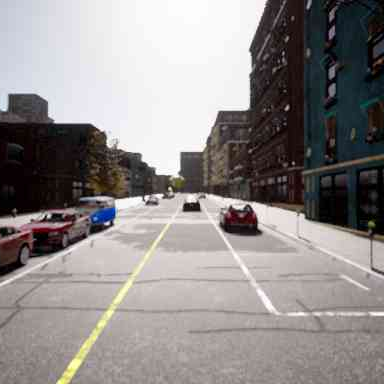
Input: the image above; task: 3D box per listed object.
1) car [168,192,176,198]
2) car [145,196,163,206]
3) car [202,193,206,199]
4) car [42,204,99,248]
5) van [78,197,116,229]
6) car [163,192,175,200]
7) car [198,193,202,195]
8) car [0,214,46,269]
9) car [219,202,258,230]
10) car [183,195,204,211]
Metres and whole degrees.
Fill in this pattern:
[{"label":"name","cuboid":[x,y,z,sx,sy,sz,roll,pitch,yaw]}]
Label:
[{"label":"car","cuboid":[-5.745,0.784,93.813,1.967,1.590,4.097,1,0,0]},{"label":"car","cuboid":[-5.713,1.240,48.322,1.802,1.307,4.206,1,0,0]},{"label":"car","cuboid":[2.641,0.945,82.678,1.752,1.417,4.829,1,0,0]},{"label":"car","cuboid":[-5.688,1.443,14.202,1.887,1.381,4.507,1,0,0]},{"label":"van","cuboid":[-5.687,1.199,19.888,1.690,1.788,3.998,1,0,0]},{"label":"car","cuboid":[-5.732,0.900,76.753,1.967,1.590,4.097,1,0,0]},{"label":"car","cuboid":[-0.027,1.155,47.609,2.128,1.511,4.902,0,1,0]},{"label":"car","cuboid":[-5.759,1.483,8.520,1.887,1.381,4.507,1,0,0]},{"label":"car","cuboid":[2.690,1.298,19.955,1.967,1.590,4.097,1,0,0]},{"label":"car","cuboid":[-0.027,1.304,36.683,1.994,1.385,4.181,0,0,0]}]
